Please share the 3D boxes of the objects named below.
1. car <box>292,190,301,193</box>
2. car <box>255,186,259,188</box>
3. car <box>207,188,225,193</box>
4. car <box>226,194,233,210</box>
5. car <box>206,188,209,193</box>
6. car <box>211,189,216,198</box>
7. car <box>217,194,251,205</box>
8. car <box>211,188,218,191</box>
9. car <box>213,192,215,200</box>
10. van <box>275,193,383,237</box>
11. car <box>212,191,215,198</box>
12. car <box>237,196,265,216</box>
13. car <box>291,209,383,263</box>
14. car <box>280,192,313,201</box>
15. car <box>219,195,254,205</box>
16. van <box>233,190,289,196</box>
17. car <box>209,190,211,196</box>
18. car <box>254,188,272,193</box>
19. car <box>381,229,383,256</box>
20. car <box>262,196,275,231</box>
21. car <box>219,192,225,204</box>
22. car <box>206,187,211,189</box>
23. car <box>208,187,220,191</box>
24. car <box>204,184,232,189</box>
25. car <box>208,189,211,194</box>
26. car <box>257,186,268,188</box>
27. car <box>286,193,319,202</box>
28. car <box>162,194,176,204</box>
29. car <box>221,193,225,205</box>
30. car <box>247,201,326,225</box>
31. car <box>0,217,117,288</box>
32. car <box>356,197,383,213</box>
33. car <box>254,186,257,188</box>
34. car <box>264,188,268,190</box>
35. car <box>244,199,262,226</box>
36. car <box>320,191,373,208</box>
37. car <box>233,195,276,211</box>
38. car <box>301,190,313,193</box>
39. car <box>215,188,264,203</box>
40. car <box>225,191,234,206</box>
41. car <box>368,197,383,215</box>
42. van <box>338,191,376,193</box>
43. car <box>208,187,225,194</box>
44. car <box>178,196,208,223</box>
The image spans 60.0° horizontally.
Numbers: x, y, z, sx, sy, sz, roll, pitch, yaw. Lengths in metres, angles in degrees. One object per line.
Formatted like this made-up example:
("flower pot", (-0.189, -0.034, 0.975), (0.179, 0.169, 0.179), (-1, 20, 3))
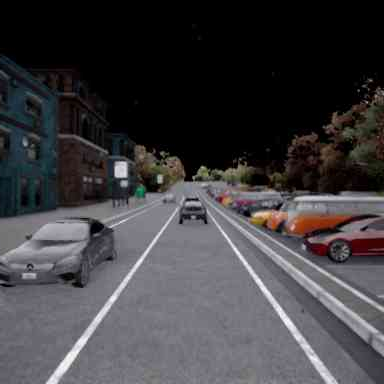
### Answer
("car", (19.459, 0.725, 55.876), (5.566, 2.045, 2.435), (0, 1, 0))
("car", (19.570, -0.094, 86.417), (4.792, 1.488, 2.163), (0, 3, 0))
("car", (6.511, -0.410, 91.959), (4.792, 1.488, 2.163), (0, 3, 0))
("car", (6.275, 1.235, 33.482), (4.892, 1.521, 2.231), (0, 1, 0))
("car", (6.402, 0.328, 78.051), (4.792, 1.488, 2.163), (0, 2, 0))
("car", (6.401, 0.737, 61.330), (4.553, 1.767, 2.185), (0, 1, 0))
("car", (6.300, 1.098, 50.183), (4.792, 1.488, 2.163), (0, 1, 0))
("car", (6.411, 0.665, 64.110), (4.553, 1.767, 2.185), (0, 1, 0))
("car", (6.335, 1.029, 52.969), (5.008, 1.535, 2.097), (0, 1, 0))
("van", (6.081, 1.182, 14.060), (4.442, 1.987, 1.878), (0, 1, 0))
("car", (6.344, 0.982, 55.758), (5.008, 1.535, 2.097), (0, 1, 0))
("car", (6.233, 1.311, 25.132), (5.008, 1.535, 2.097), (0, 1, 0))
("car", (6.158, 1.460, 11.215), (4.792, 1.488, 2.163), (0, 0, 0))
("car", (19.265, 0.853, 61.458), (5.366, 1.575, 1.946), (0, 1, 0))
("car", (6.317, 1.140, 47.397), (4.674, 1.452, 2.002), (0, 1, 0))
("van", (6.375, 1.034, 30.696), (4.442, 1.987, 1.878), (0, 1, 0))
("car", (6.419, 0.738, 66.900), (4.792, 1.488, 2.163), (0, 2, 0))
("car", (19.565, -0.413, 92.105), (4.674, 1.452, 2.002), (0, 3, 0))
("car", (6.170, 1.515, 5.649), (4.674, 1.452, 2.002), (0, 0, 0))
("car", (6.177, 1.258, 16.781), (4.553, 1.767, 2.185), (0, 0, 0))
("car", (6.294, 1.153, 41.831), (5.008, 1.535, 2.097), (0, 1, 0))
("car", (6.435, 0.171, 80.825), (4.892, 1.521, 2.231), (0, 3, 0))
("car", (6.379, 0.395, 72.467), (4.553, 1.767, 2.185), (0, 2, 0))
("car", (6.480, -0.220, 83.598), (5.566, 2.045, 2.435), (0, 3, 0))
("car", (6.371, 0.648, 69.687), (4.792, 1.488, 2.163), (0, 2, 0))
("car", (19.717, 0.022, 83.626), (5.366, 1.575, 1.946), (0, 3, 0))
("car", (19.446, 0.920, 58.669), (5.008, 1.535, 2.097), (0, 1, 0))
("car", (-3.416, 1.047, 50.850), (1.812, 1.442, 4.674), (0, 1, 0))
("car", (6.474, 1.177, 39.047), (5.366, 1.575, 1.946), (0, 1, 0))
("car", (6.231, 1.376, 22.348), (4.674, 1.452, 2.002), (0, 1, 0))
("car", (-3.350, 1.456, 9.180), (1.812, 1.442, 4.674), (0, 0, 0))
("car", (19.351, 1.271, 33.468), (4.674, 1.452, 2.002), (0, 1, 0))
("car", (19.555, -0.248, 89.325), (4.674, 1.452, 2.002), (0, 3, 0))
("car", (19.496, 0.404, 75.393), (5.008, 1.535, 2.097), (0, 2, 0))
("car", (6.033, 1.357, 19.566), (5.366, 1.575, 1.946), (0, 0, 0))
("car", (19.351, 0.900, 41.819), (5.566, 2.045, 2.435), (0, 1, 0))
("car", (6.254, 1.285, 27.915), (5.008, 1.535, 2.097), (0, 1, 0))
("car", (19.441, 0.939, 50.298), (4.553, 1.767, 2.185), (0, 1, 0))
("car", (6.338, 0.875, 44.611), (5.566, 2.045, 2.435), (0, 1, 0))
("car", (6.248, 1.080, 36.389), (4.553, 1.767, 2.185), (0, 1, 0))
("car", (19.344, 1.257, 30.682), (5.008, 1.535, 2.097), (0, 1, 0))
("van", (19.252, 0.952, 39.035), (4.442, 1.987, 1.878), (0, 1, 0))
("car", (6.503, -0.401, 89.169), (4.553, 1.767, 2.185), (0, 3, 0))
("car", (0.090, 1.314, 23.494), (1.837, 1.490, 4.892), (0, 1, 0))
